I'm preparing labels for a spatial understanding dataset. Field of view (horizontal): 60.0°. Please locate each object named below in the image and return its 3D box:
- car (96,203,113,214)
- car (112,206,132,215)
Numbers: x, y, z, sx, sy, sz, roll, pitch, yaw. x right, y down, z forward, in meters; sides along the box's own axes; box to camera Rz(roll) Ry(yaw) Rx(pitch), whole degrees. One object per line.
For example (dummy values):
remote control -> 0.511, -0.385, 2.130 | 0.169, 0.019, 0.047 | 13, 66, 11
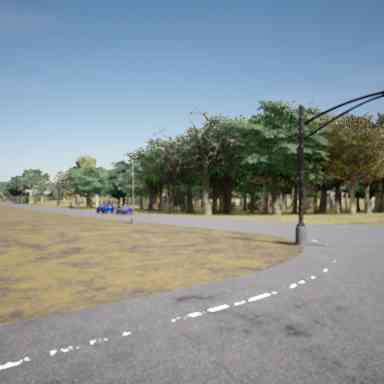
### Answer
car -> -17.149, 3.183, 65.734 | 2.150, 2.045, 5.566 | 0, -2, -33
car -> -11.641, 3.197, 57.335 | 1.812, 1.442, 4.674 | 0, -2, -33
